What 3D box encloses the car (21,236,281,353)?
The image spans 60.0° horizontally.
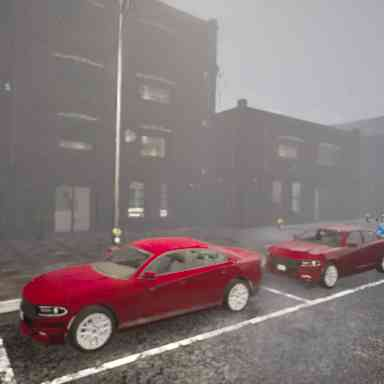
[{"bbox_3d":[-0.654,1.567,6.170,4.507,1.381,1.887,1,1,-35],"label":"car"}]

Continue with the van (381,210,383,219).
[{"bbox_3d":[8.650,1.449,12.707,3.998,1.788,1.690,1,1,-35],"label":"van"}]

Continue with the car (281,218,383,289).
[{"bbox_3d":[4.016,1.610,9.407,4.507,1.381,1.887,1,1,-35],"label":"car"}]
